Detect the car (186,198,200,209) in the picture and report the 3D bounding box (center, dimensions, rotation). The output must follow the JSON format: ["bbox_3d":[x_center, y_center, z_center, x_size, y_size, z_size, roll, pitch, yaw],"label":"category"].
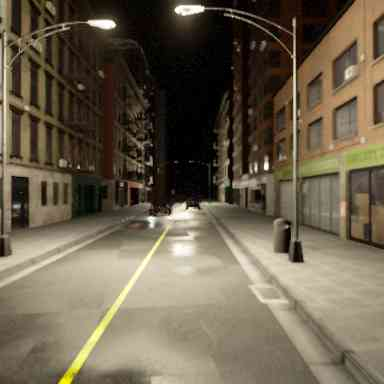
[{"bbox_3d":[0.128,1.539,44.762,2.033,1.411,5.357,0,0,0],"label":"car"}]

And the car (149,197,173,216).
[{"bbox_3d":[-2.980,1.339,32.578,2.097,1.767,4.553,0,0,0],"label":"car"}]
